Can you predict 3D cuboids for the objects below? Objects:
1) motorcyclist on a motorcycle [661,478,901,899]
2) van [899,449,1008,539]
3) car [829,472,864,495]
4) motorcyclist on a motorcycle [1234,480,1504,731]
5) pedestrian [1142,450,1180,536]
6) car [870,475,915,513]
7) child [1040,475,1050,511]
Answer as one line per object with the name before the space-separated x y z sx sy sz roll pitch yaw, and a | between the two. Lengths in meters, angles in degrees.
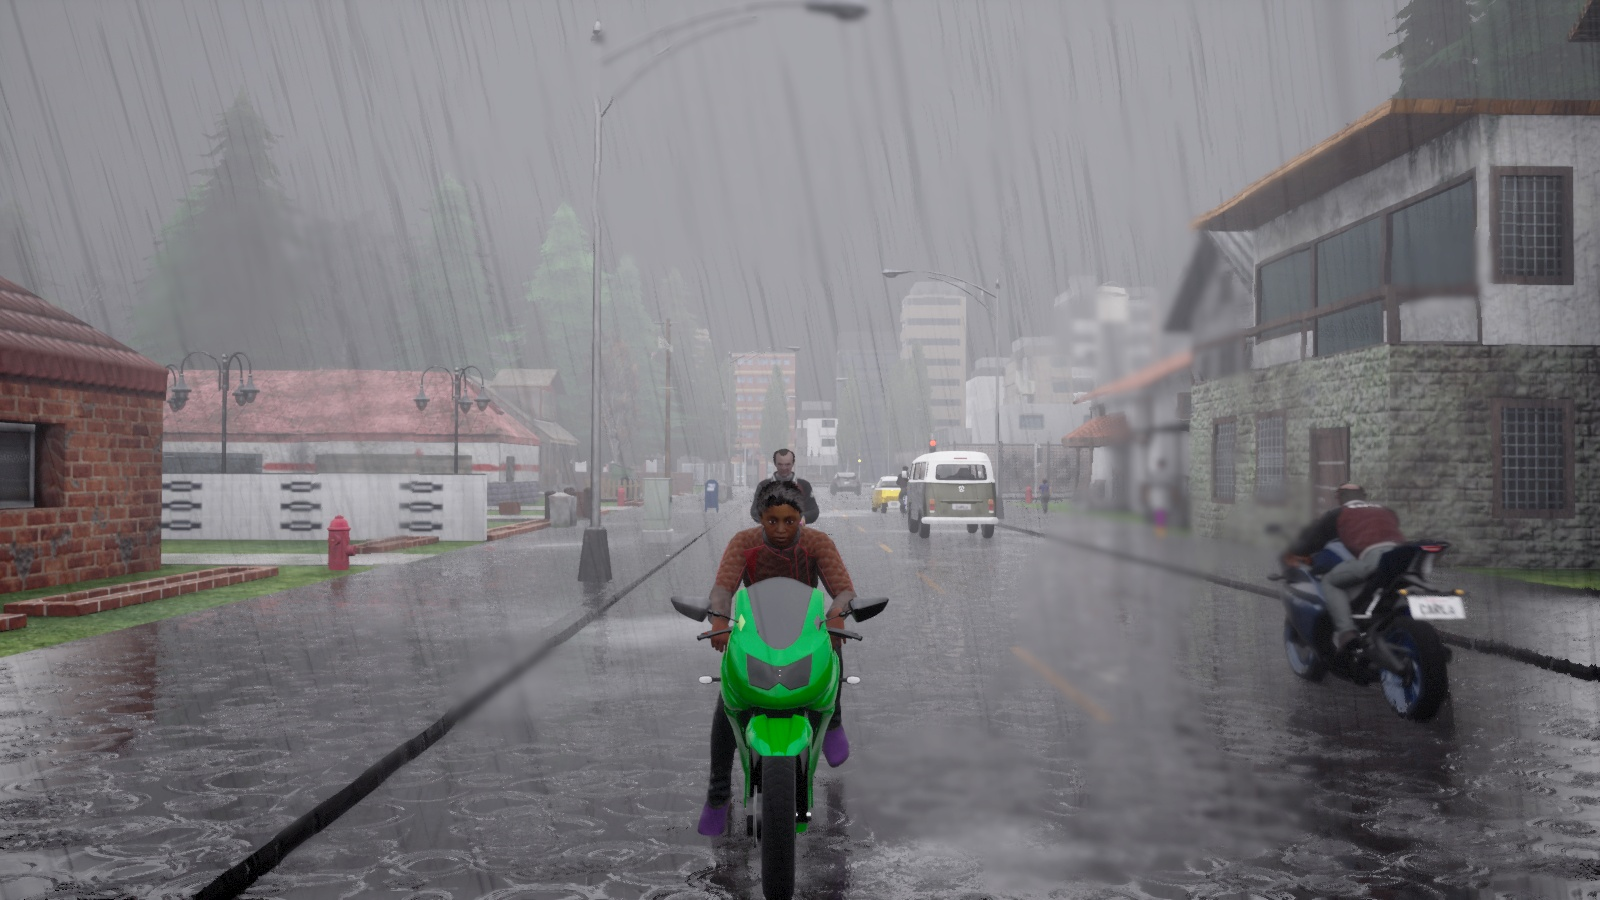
motorcyclist on a motorcycle | -0.075 0.884 5.210 0.797 1.523 2.044 0 -1 -1
van | 3.661 1.038 30.706 2.069 2.038 4.480 0 -1 -1
car | 3.085 2.225 84.949 2.163 1.488 4.792 0 -1 0
motorcyclist on a motorcycle | 3.888 0.982 8.841 0.866 1.530 2.191 0 -1 -1
pedestrian | 8.313 0.975 28.920 0.659 1.952 0.873 0 -1 4
car | 3.493 1.654 47.662 1.481 1.376 2.207 0 -1 -1
child | 8.741 1.520 44.798 0.270 1.263 0.437 0 -1 -1
